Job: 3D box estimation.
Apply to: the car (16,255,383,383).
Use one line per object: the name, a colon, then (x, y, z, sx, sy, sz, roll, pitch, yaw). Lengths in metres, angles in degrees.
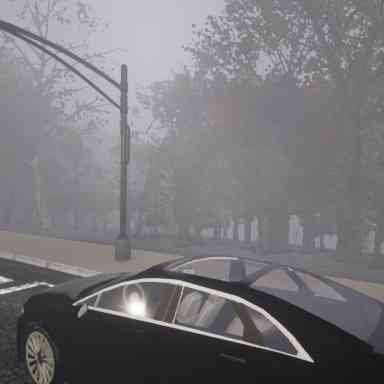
car: (0.002, 1.491, 3.699, 4.902, 1.511, 2.128, 0, 0, 34)
